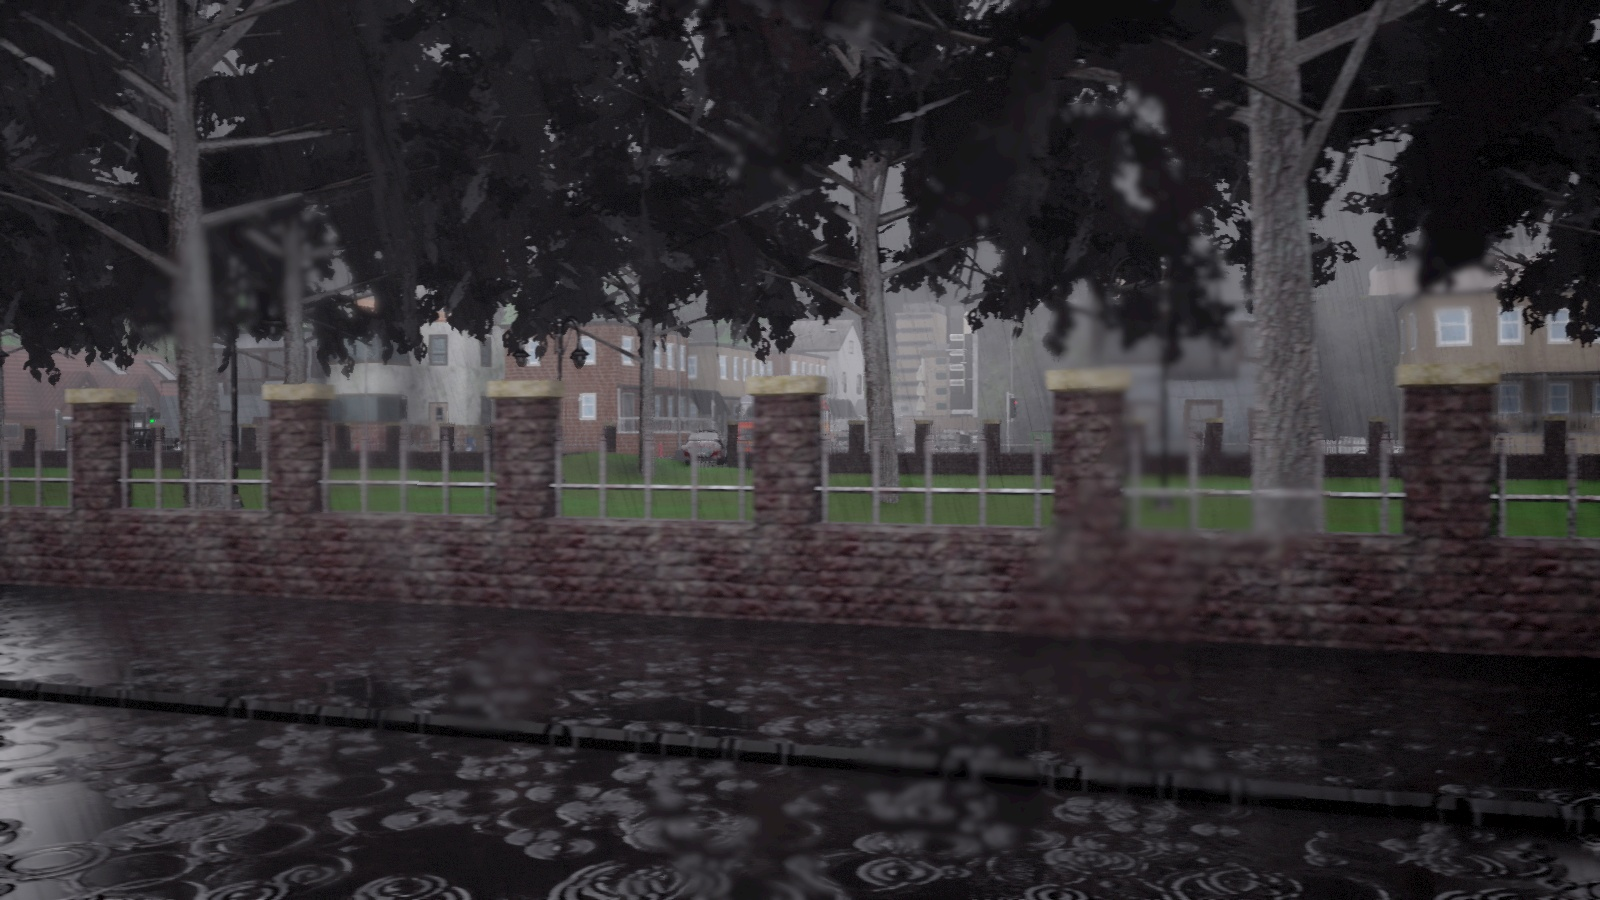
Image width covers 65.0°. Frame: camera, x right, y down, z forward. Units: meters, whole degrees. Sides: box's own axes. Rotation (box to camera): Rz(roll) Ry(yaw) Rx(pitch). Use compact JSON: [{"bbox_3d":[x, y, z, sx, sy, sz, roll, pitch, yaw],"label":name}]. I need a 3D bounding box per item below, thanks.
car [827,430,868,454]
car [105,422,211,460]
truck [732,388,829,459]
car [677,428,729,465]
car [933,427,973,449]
[{"bbox_3d":[3.212,-0.533,84.307,1.789,1.549,3.705,1,1,19],"label":"car"},{"bbox_3d":[-31.786,-0.473,62.216,4.605,1.855,1.932,0,1,17],"label":"car"},{"bbox_3d":[-0.991,-1.493,71.881,2.891,3.827,8.468,1,1,19],"label":"truck"},{"bbox_3d":[-4.455,-0.195,58.347,2.033,1.649,4.856,0,1,0],"label":"car"},{"bbox_3d":[11.925,-0.912,97.548,2.152,1.651,5.027,1,1,19],"label":"car"}]
